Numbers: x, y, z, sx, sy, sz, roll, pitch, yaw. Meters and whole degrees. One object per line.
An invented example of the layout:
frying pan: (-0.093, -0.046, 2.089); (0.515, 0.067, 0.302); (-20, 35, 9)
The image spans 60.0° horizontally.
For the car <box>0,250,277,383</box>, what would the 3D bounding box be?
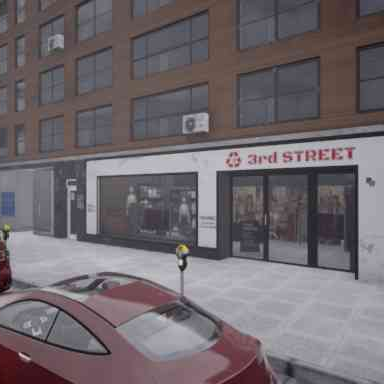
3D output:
car: (-1.196, 1.582, 3.659); (4.206, 1.307, 1.802); (0, 0, 35)

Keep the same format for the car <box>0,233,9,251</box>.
car: (-5.693, 1.315, 6.858); (5.009, 1.841, 2.192); (0, 0, 35)
